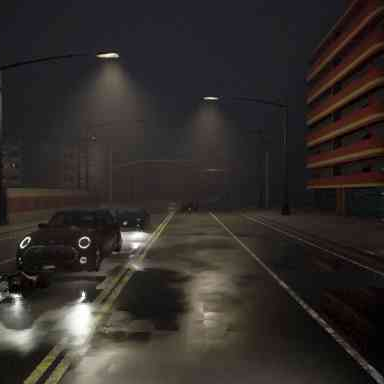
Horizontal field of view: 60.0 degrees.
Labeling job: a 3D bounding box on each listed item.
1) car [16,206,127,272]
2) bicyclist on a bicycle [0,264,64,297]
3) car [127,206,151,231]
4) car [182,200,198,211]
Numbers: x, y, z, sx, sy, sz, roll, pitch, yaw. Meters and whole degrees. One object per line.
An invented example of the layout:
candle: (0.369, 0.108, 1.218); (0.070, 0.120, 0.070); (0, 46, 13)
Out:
car: (-3.690, 1.352, 10.776); (2.097, 1.767, 4.553); (0, 0, -1)
bicyclist on a bicycle: (-3.794, 2.012, 7.609); (1.656, 0.582, 1.620); (-2, 0, -23)
car: (-3.738, 1.562, 20.626); (1.994, 1.385, 4.181); (0, 0, 0)
car: (-0.290, 1.601, 40.490); (1.895, 1.301, 4.718); (0, 0, -1)
